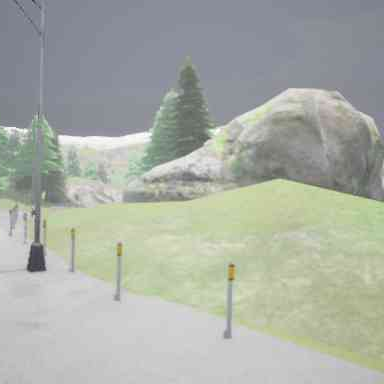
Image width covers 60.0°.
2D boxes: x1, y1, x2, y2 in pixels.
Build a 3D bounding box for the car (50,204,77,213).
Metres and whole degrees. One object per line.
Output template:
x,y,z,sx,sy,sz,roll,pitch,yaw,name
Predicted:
-18.692,2.411,48.659,1.895,1.301,4.718,2,-4,12,car
